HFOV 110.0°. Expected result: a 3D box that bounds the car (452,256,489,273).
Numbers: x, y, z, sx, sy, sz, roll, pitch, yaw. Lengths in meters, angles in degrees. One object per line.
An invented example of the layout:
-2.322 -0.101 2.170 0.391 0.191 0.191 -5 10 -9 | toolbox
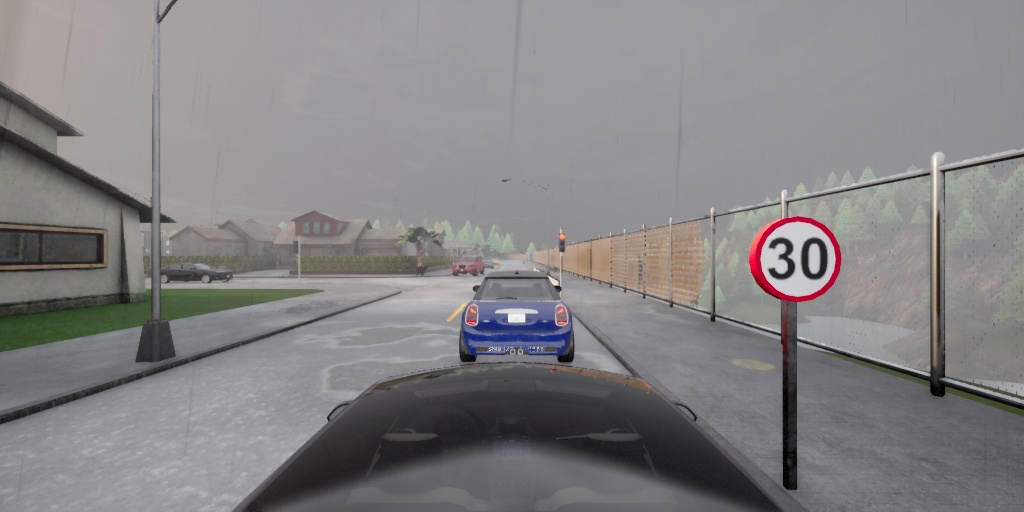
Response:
-4.234 0.972 35.907 2.150 2.045 5.566 0 0 8 | car

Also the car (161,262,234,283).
-23.612 1.228 26.708 5.008 1.535 1.882 0 0 1 | car

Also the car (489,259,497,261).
-3.634 1.254 52.932 1.837 1.490 4.892 0 0 1 | car

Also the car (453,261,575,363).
0.117 1.102 8.357 2.097 1.767 4.553 0 0 1 | car
